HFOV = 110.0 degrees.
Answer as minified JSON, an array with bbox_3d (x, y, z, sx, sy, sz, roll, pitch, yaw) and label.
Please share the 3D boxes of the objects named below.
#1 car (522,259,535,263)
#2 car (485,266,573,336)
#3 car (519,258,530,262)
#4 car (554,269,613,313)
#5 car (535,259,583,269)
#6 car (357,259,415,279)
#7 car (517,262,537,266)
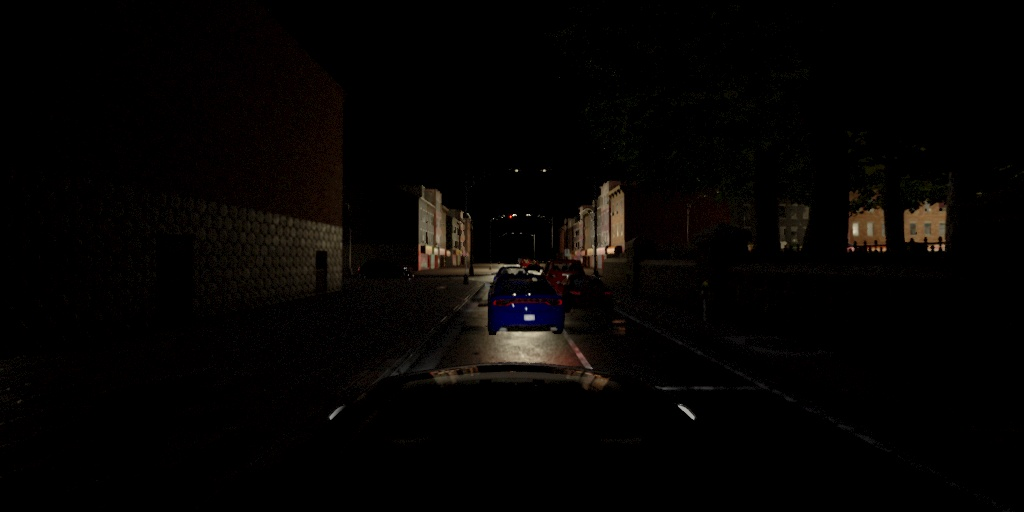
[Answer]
[{"bbox_3d":[2.606,1.380,45.559,1.888,1.381,4.507,0,0,0],"label":"car"},{"bbox_3d":[0.227,1.236,10.529,1.882,1.535,5.008,0,0,-4],"label":"car"},{"bbox_3d":[2.595,1.436,61.870,1.888,1.381,4.507,0,0,0],"label":"car"},{"bbox_3d":[2.629,1.345,13.681,1.802,1.307,4.207,0,0,0],"label":"car"},{"bbox_3d":[2.625,1.086,19.130,2.192,1.841,5.009,0,0,0],"label":"car"},{"bbox_3d":[-10.698,1.113,30.700,4.553,1.767,2.097,0,-1,0],"label":"car"},{"bbox_3d":[0.058,1.247,18.174,1.882,1.535,5.008,0,0,1],"label":"car"}]
